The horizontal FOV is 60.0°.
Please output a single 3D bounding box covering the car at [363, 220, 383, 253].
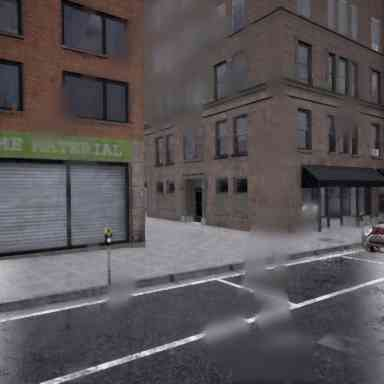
[{"bbox_3d":[8.157,1.439,12.428,4.097,1.590,1.967,0,-1,-35],"label":"car"}]
